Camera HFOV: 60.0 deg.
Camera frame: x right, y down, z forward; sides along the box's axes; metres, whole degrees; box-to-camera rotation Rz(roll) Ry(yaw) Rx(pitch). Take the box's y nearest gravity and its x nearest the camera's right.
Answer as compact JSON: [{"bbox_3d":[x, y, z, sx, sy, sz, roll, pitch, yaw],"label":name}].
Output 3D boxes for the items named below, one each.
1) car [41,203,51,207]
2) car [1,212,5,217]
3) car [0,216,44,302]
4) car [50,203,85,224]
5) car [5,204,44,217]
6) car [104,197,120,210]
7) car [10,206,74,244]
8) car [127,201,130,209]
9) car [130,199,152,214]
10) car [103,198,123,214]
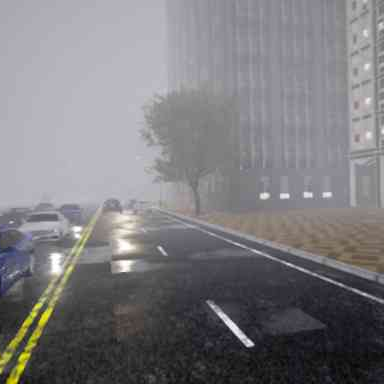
[{"bbox_3d":[-14.763,1.839,33.688,1.812,1.442,4.674,-1,0,-14],"label":"car"},{"bbox_3d":[-9.984,1.696,14.260,1.882,1.535,5.008,-1,0,-14],"label":"car"},{"bbox_3d":[-4.985,1.587,7.601,1.882,1.535,5.008,-1,0,-14],"label":"car"},{"bbox_3d":[-9.659,1.680,26.498,1.882,1.535,5.008,-1,0,-14],"label":"car"},{"bbox_3d":[-12.361,1.830,23.886,1.994,1.385,4.181,-1,0,-14],"label":"car"},{"bbox_3d":[-11.512,1.578,47.872,2.097,1.767,4.553,-1,0,-14],"label":"car"},{"bbox_3d":[-7.171,1.678,16.408,1.812,1.442,4.674,-1,0,-14],"label":"car"},{"bbox_3d":[-8.289,1.678,48.370,1.812,1.442,4.674,-1,0,-14],"label":"car"},{"bbox_3d":[-5.625,1.627,37.589,1.812,1.442,4.674,-1,0,-14],"label":"car"},{"bbox_3d":[-8.976,1.529,37.676,2.097,1.767,4.553,-1,0,-14],"label":"car"}]
